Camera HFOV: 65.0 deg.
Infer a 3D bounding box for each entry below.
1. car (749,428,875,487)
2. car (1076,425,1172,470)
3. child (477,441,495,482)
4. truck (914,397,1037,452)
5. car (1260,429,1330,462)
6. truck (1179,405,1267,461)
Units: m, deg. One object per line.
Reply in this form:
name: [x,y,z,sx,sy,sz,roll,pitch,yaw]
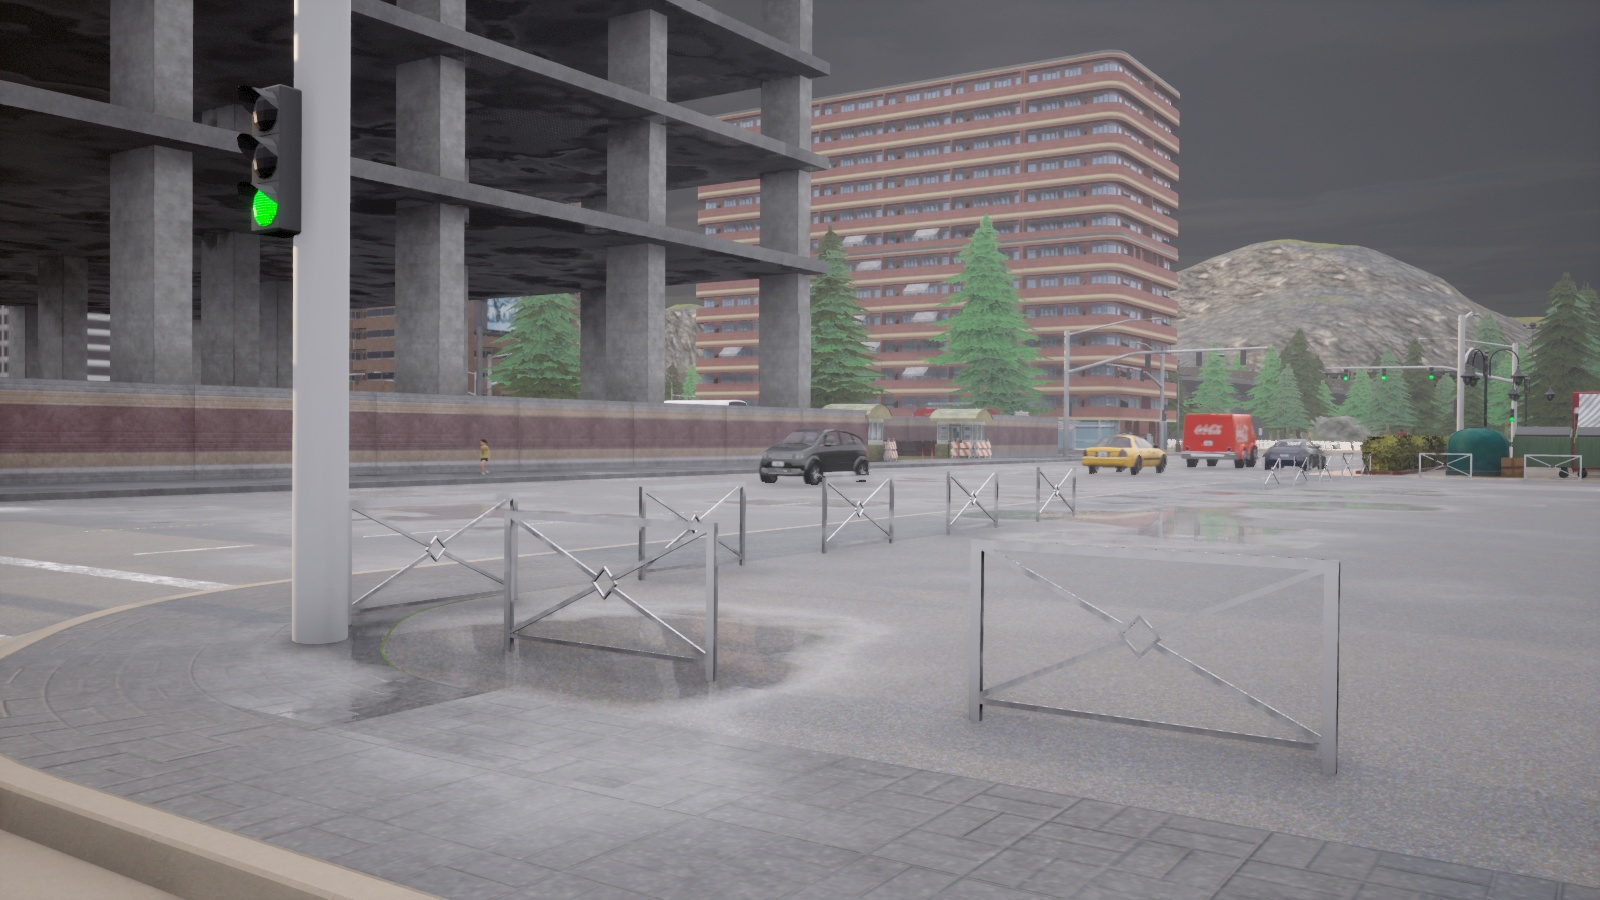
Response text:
car: [0.394,0.168,35.343,1.789,1.549,3.705,0,1,33]
car: [12.152,-0.134,46.810,1.801,1.575,5.366,0,1,33]
child: [-8.584,0.319,34.322,0.255,1.110,0.394,0,1,43]
truck: [12.721,-1.797,91.465,8.468,3.827,2.891,0,1,34]
car: [21.673,-0.206,54.886,1.994,1.385,4.181,0,1,33]
truck: [19.631,-0.782,58.146,2.627,2.467,5.204,0,1,33]
